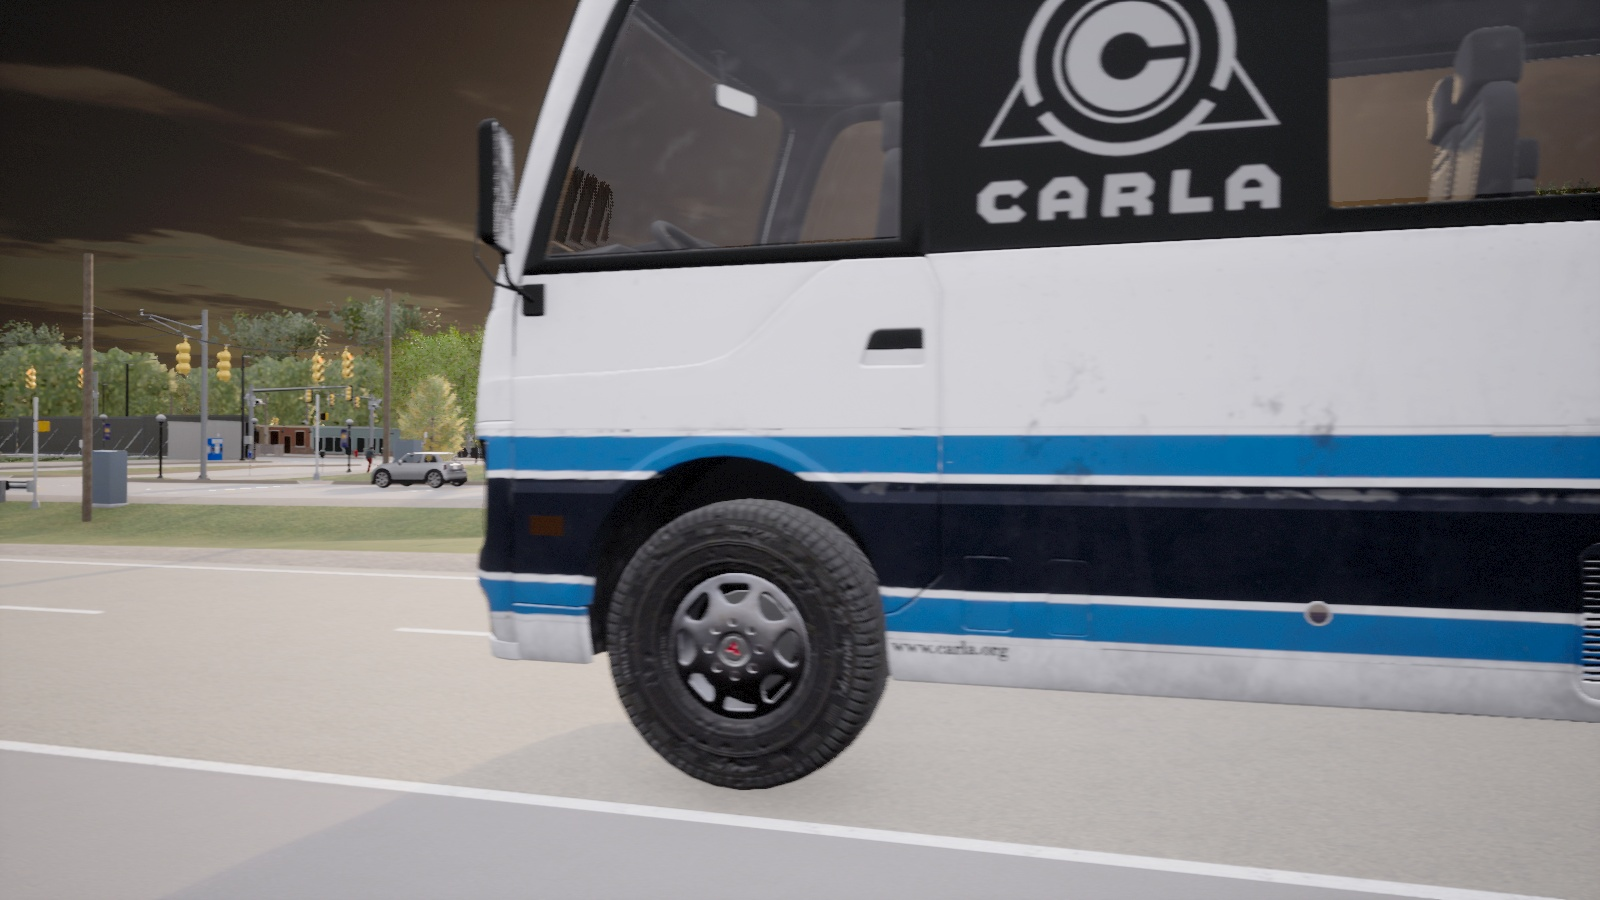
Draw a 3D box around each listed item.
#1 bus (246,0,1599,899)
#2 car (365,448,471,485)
[{"bbox_3d":[3.024,-0.634,5.847,10.273,4.253,3.944,1,1,19],"label":"bus"},{"bbox_3d":[-16.028,0.664,52.743,3.806,1.475,1.970,0,1,18],"label":"car"}]
